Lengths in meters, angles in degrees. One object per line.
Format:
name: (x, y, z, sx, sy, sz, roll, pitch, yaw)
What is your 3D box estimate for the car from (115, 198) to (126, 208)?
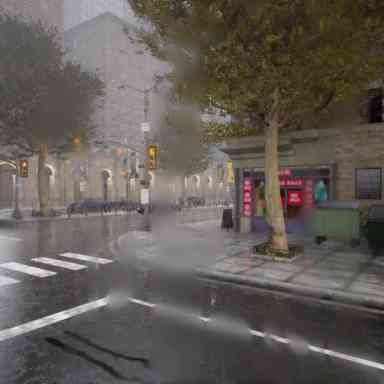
car: (-10.164, 1.595, 47.912, 1.895, 1.301, 4.718, 0, 0, 36)

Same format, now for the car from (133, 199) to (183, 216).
car: (-3.110, 1.601, 32.275, 1.895, 1.301, 4.718, 0, 0, 36)

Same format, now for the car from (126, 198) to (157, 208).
car: (-5.680, 1.505, 42.760, 1.837, 1.490, 4.892, 0, 0, 36)

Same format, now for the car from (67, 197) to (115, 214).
car: (-10.970, 1.352, 35.442, 2.097, 1.767, 4.553, 0, 0, 36)

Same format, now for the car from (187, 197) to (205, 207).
car: (0.140, 1.505, 50.800, 1.837, 1.490, 4.892, 0, 0, 36)
